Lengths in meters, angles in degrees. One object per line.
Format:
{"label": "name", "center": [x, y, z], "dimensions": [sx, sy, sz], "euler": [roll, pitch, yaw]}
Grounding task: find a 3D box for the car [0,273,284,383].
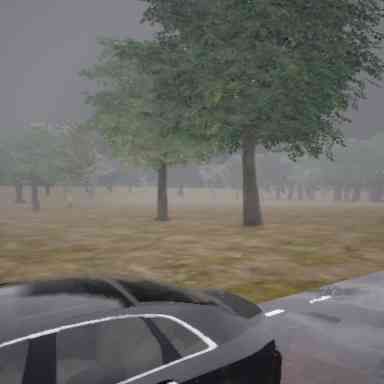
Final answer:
{"label": "car", "center": [-1.446, 1.501, 2.307], "dimensions": [4.892, 1.490, 1.837], "euler": [0, 0, -35]}
